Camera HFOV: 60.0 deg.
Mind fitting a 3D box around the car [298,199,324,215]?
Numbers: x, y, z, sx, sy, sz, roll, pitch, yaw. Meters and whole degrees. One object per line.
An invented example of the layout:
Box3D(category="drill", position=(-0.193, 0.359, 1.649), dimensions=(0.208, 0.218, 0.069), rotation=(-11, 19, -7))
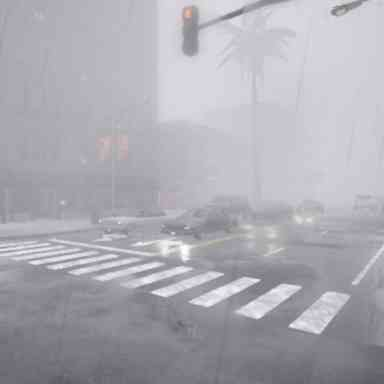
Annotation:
Box3D(category="car", position=(12.117, 1.523, 33.986), dimensions=(2.128, 1.511, 4.902), rotation=(0, 0, 35))

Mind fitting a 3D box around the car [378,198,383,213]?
Box3D(category="car", position=(22.172, 1.672, 36.642), dimensions=(1.895, 1.301, 4.718), rotation=(0, 0, 35))

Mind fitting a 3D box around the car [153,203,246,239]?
Box3D(category="car", position=(0.631, 1.544, 17.698), dimensions=(2.033, 1.411, 5.357), rotation=(0, 0, 35))

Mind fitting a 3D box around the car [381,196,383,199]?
Box3D(category="car", position=(33.328, 1.478, 58.176), dimensions=(2.097, 1.767, 4.553), rotation=(0, 0, 38))

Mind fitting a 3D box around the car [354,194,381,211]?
Box3D(category="car", position=(22.086, 1.291, 42.160), dimensions=(2.150, 2.045, 5.566), rotation=(0, 0, 35))

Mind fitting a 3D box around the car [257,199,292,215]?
Box3D(category="car", position=(8.654, 1.496, 34.710), dimensions=(1.882, 1.535, 5.008), rotation=(0, 0, 35))

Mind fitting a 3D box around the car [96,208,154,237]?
Box3D(category="car", position=(-2.889, 1.585, 18.356), dimensions=(1.895, 1.301, 4.718), rotation=(0, 0, 35))

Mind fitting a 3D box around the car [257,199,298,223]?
Box3D(category="car", position=(6.290, 1.490, 25.729), dimensions=(1.882, 1.535, 5.008), rotation=(0, 0, 35))

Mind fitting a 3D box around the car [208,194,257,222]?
Box3D(category="car", position=(2.740, 1.221, 26.335), dimensions=(2.150, 2.045, 5.566), rotation=(0, 0, 35))
